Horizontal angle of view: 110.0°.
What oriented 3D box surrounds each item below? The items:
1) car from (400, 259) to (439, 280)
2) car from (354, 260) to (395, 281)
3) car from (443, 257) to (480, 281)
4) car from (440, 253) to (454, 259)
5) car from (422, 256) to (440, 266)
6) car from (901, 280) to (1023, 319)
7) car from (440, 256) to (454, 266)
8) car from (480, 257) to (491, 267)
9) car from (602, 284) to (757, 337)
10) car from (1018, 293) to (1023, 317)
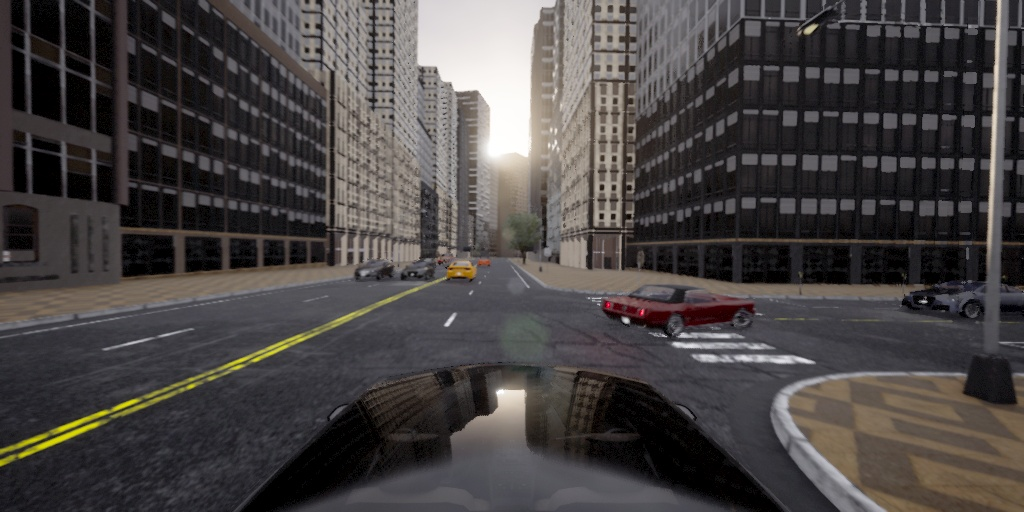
[{"bbox_3d":[-7.328,1.166,28.196,1.994,1.385,4.181,1,0,-1],"label":"car"},{"bbox_3d":[-10.570,1.058,27.844,2.128,1.511,4.902,1,0,-1],"label":"car"},{"bbox_3d":[-3.884,1.121,28.278,1.882,1.535,5.008,1,0,-1],"label":"car"},{"bbox_3d":[-11.378,0.510,62.751,2.150,2.045,5.566,1,0,-1],"label":"car"},{"bbox_3d":[-11.037,0.997,46.523,1.882,1.535,5.008,1,0,-1],"label":"car"},{"bbox_3d":[18.638,1.705,14.581,4.181,1.385,1.994,1,1,-2],"label":"car"},{"bbox_3d":[-7.825,1.100,48.305,2.033,1.411,5.357,1,0,-1],"label":"car"},{"bbox_3d":[-4.768,0.907,62.298,2.097,1.767,4.553,1,0,-1],"label":"car"},{"bbox_3d":[5.167,1.515,10.873,4.718,1.301,1.895,1,1,-26],"label":"car"},{"bbox_3d":[15.688,1.737,8.560,4.403,1.370,2.007,0,0,-2],"label":"car"}]
